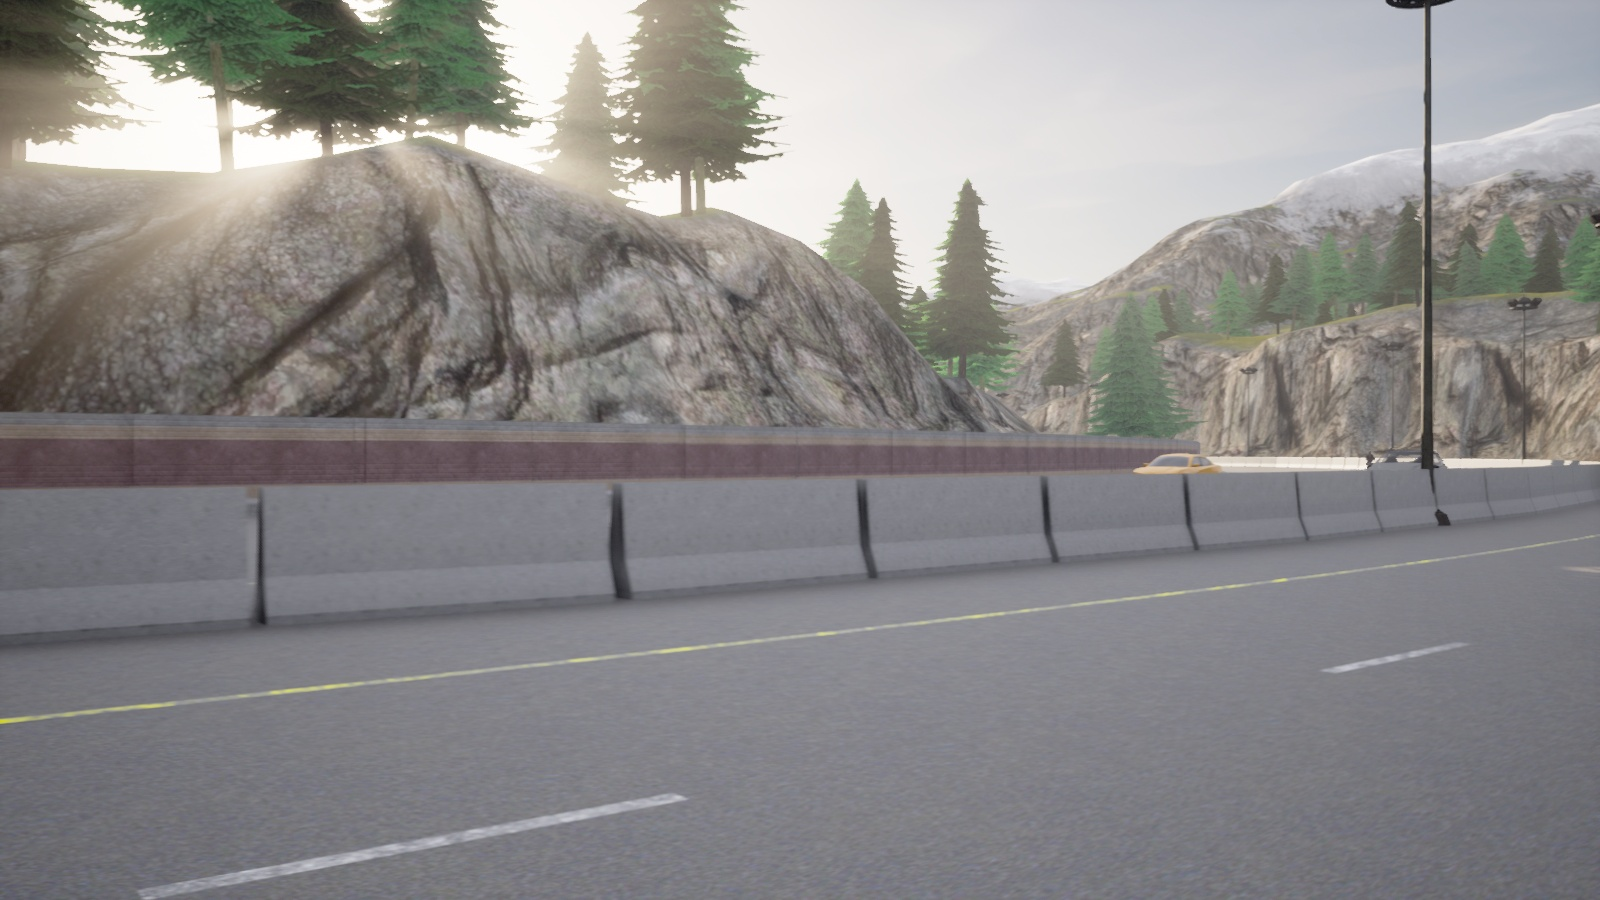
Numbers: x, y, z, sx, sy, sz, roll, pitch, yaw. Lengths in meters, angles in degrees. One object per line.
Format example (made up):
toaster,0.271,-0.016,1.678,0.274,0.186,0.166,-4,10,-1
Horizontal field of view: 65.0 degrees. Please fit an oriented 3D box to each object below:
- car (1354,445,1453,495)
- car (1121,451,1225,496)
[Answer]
car,21.061,0.662,43.732,2.242,1.667,4.611,0,0,37
car,13.600,0.818,45.572,1.882,1.535,5.008,0,0,38
